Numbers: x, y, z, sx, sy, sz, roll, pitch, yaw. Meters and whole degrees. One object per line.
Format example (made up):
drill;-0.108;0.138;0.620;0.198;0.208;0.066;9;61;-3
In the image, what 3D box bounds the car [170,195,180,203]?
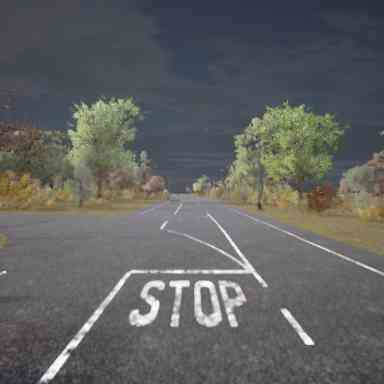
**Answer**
car;-3.833;1.426;73.790;2.097;1.767;4.553;0;0;0
